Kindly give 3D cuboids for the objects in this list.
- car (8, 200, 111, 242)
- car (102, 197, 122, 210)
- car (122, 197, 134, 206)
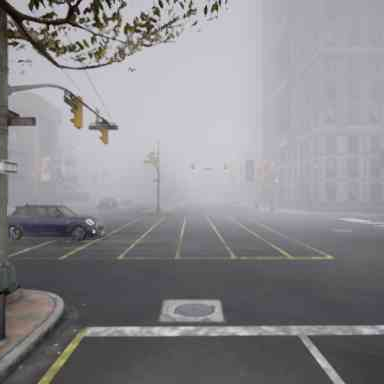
[{"bbox_3d":[-6.654,1.412,16.318,4.553,1.767,2.097,0,0,0],"label":"car"},{"bbox_3d":[-11.666,1.526,46.214,2.097,1.767,4.553,0,0,0],"label":"car"},{"bbox_3d":[-11.620,1.716,59.146,2.128,1.511,4.902,0,0,0],"label":"car"}]
